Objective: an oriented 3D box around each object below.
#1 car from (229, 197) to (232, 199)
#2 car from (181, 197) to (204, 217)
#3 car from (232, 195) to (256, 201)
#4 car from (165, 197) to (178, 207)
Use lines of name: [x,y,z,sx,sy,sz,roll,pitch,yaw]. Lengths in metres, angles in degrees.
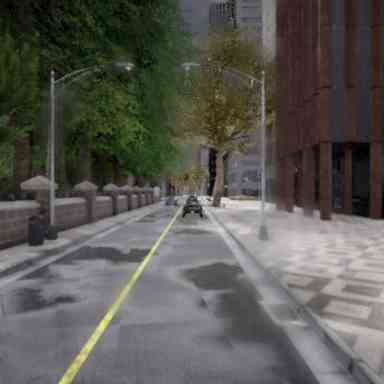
car: [12.061,1.387,85.799,4.829,1.417,1.752,-1,1,0]
car: [0.078,1.495,31.457,1.837,1.490,4.892,0,0,0]
car: [12.376,1.387,77.273,4.829,1.417,1.752,-1,1,0]
car: [-3.050,1.535,50.679,1.812,1.442,4.674,0,0,0]
